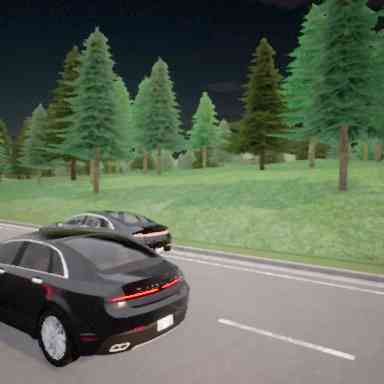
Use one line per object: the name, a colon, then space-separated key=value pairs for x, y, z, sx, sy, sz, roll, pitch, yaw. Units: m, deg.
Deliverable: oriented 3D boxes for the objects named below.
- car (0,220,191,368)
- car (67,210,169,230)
car: x=-2.301 y=1.395 z=5.635 sx=4.892 sy=1.490 sz=1.837 roll=0 pitch=0 yaw=36
car: x=-2.855 y=1.313 z=10.337 sx=4.902 sy=1.511 sz=2.128 roll=1 pitch=1 yaw=35
